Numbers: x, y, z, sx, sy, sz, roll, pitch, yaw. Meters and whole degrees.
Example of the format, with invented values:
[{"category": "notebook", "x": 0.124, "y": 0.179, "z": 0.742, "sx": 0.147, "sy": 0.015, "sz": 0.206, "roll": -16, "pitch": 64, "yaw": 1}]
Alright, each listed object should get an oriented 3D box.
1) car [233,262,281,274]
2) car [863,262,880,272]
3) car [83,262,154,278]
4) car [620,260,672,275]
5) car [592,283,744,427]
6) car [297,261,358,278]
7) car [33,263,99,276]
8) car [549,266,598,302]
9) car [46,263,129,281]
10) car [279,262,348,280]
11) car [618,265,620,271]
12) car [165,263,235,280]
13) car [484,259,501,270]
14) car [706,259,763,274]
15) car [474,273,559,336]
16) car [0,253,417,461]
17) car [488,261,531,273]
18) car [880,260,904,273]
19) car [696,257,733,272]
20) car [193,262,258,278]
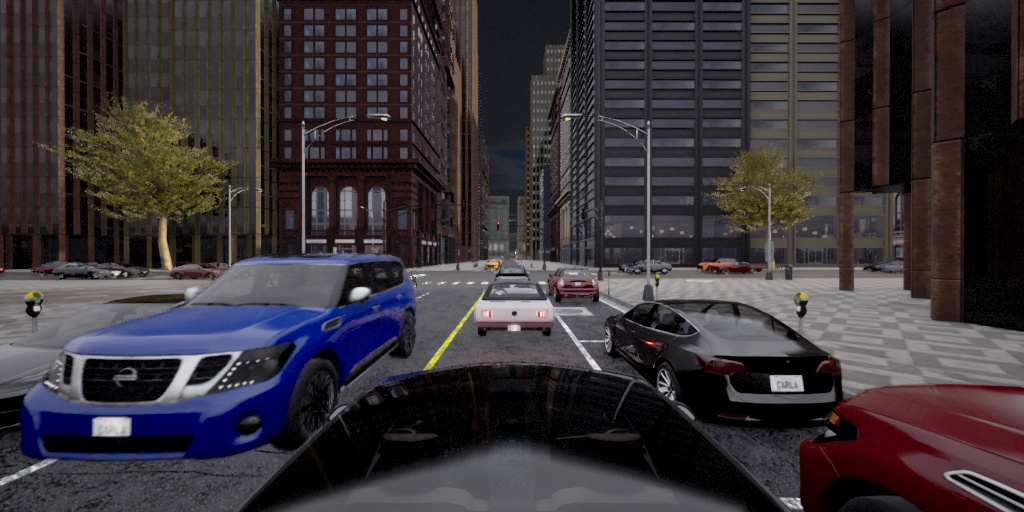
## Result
[{"category": "car", "x": -29.590, "y": 1.372, "z": 41.736, "sx": 4.181, "sy": 1.385, "sz": 1.994, "roll": 0, "pitch": 0, "yaw": 0}, {"category": "car", "x": 44.326, "y": 1.185, "z": 41.793, "sx": 5.357, "sy": 1.411, "sz": 2.033, "roll": 0, "pitch": 0, "yaw": 0}, {"category": "car", "x": -38.335, "y": 1.369, "z": 35.035, "sx": 4.892, "sy": 1.490, "sz": 1.837, "roll": 0, "pitch": 0, "yaw": 0}, {"category": "car", "x": 14.646, "y": 1.203, "z": 38.564, "sx": 4.902, "sy": 1.511, "sz": 2.128, "roll": 0, "pitch": 0, "yaw": -2}, {"category": "car", "x": 2.766, "y": 1.316, "z": 5.680, "sx": 1.948, "sy": 1.339, "sz": 4.313, "roll": 0, "pitch": 0, "yaw": 0}, {"category": "car", "x": -17.940, "y": 1.285, "z": 35.053, "sx": 5.008, "sy": 1.535, "sz": 1.882, "roll": 0, "pitch": 0, "yaw": 0}, {"category": "car", "x": -47.726, "y": 1.476, "z": 38.409, "sx": 4.718, "sy": 1.301, "sz": 1.895, "roll": 0, "pitch": 0, "yaw": 0}, {"category": "car", "x": 2.774, "y": 1.192, "z": 16.952, "sx": 1.967, "sy": 1.591, "sz": 4.097, "roll": 0, "pitch": 0, "yaw": 0}, {"category": "car", "x": -37.504, "y": 1.367, "z": 31.783, "sx": 4.902, "sy": 1.511, "sz": 2.128, "roll": 0, "pitch": 0, "yaw": 0}, {"category": "car", "x": -17.526, "y": 1.300, "z": 31.807, "sx": 5.008, "sy": 1.535, "sz": 1.882, "roll": 0, "pitch": 0, "yaw": -1}, {"category": "car", "x": 14.863, "y": 1.201, "z": 41.802, "sx": 4.892, "sy": 1.490, "sz": 1.837, "roll": 0, "pitch": 0, "yaw": 0}, {"category": "car", "x": -27.588, "y": 1.375, "z": 31.791, "sx": 4.674, "sy": 1.442, "sz": 1.812, "roll": 0, "pitch": 0, "yaw": 0}, {"category": "car", "x": -3.016, "y": 1.252, "z": 53.442, "sx": 1.882, "sy": 1.535, "sz": 5.008, "roll": 0, "pitch": 0, "yaw": 0}, {"category": "car", "x": 24.034, "y": 1.293, "z": 38.569, "sx": 4.718, "sy": 1.301, "sz": 1.895, "roll": 0, "pitch": 0, "yaw": 0}, {"category": "car", "x": 0.071, "y": 1.352, "z": 10.386, "sx": 1.895, "sy": 1.301, "sz": 4.718, "roll": 0, "pitch": 0, "yaw": 0}, {"category": "car", "x": -3.096, "y": 0.971, "z": 5.538, "sx": 2.150, "sy": 2.045, "sz": 5.566, "roll": 0, "pitch": 0, "yaw": 0}, {"category": "car", "x": 0.014, "y": 1.244, "z": 19.595, "sx": 2.128, "sy": 1.511, "sz": 4.902, "roll": 0, "pitch": 0, "yaw": 0}, {"category": "car", "x": 43.246, "y": 1.255, "z": 38.551, "sx": 4.718, "sy": 1.301, "sz": 1.895, "roll": 0, "pitch": 0, "yaw": 0}, {"category": "car", "x": 24.059, "y": 1.029, "z": 41.812, "sx": 4.553, "sy": 1.767, "sz": 2.097, "roll": 0, "pitch": 0, "yaw": 0}, {"category": "car", "x": -27.929, "y": 1.340, "z": 35.038, "sx": 4.892, "sy": 1.490, "sz": 1.837, "roll": 0, "pitch": 0, "yaw": 0}]
